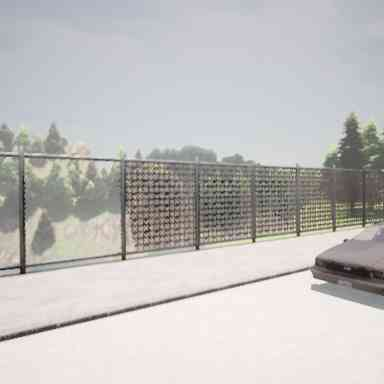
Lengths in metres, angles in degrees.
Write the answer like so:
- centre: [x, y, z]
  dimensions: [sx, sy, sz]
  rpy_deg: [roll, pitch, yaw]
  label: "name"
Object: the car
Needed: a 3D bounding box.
- centre: [5.284, 1.440, 8.226]
  dimensions: [5.357, 1.411, 2.033]
  rpy_deg: [-1, 1, -34]
  label: "car"
